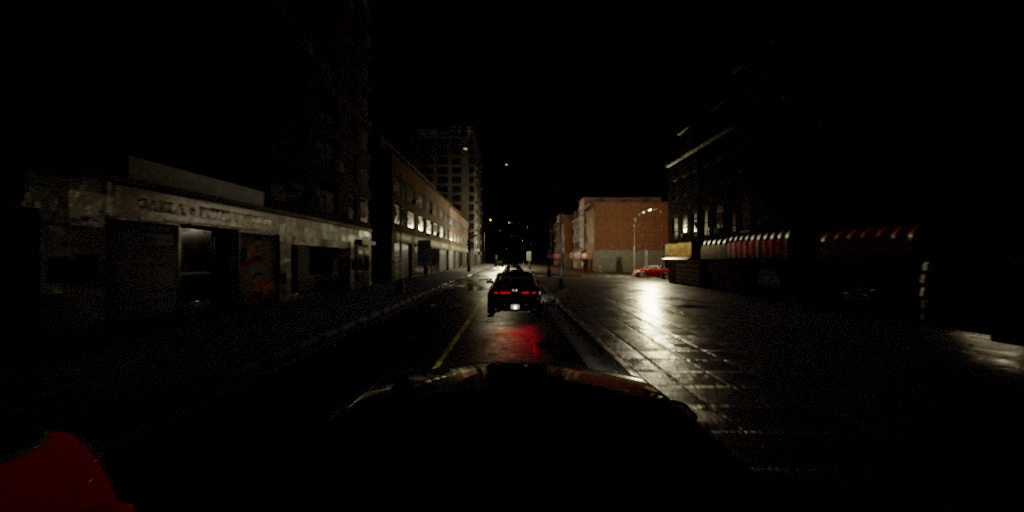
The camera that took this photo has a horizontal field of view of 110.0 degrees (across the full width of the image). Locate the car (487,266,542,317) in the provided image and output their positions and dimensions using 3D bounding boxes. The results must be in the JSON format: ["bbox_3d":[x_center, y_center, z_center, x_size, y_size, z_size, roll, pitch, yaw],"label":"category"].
[{"bbox_3d":[0.096,1.325,13.623,1.837,1.490,4.892,0,0,0],"label":"car"}]

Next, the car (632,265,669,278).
[{"bbox_3d":[16.353,1.812,42.439,4.097,1.591,1.967,0,0,0],"label":"car"}]

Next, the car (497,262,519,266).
[{"bbox_3d":[0.103,1.456,28.869,2.033,1.411,5.357,0,0,0],"label":"car"}]
